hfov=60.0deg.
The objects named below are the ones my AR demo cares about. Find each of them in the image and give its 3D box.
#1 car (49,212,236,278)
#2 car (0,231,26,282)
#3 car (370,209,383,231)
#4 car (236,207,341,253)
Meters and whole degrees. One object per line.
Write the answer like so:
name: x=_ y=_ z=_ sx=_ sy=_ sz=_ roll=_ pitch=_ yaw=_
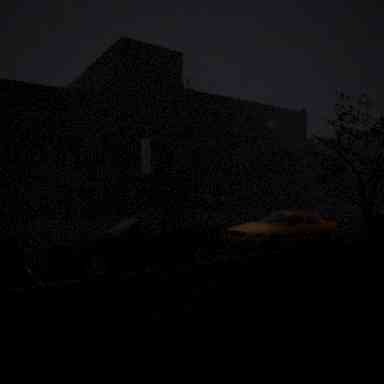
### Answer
car: x=-1.411 y=1.361 z=9.634 sx=5.008 sy=1.535 sz=2.097 roll=1 pitch=-1 yaw=-33
car: x=-5.926 y=1.303 z=6.396 sx=4.892 sy=1.521 sz=2.231 roll=0 pitch=0 yaw=-33
car: x=12.107 y=1.524 z=19.327 sx=5.008 sy=1.535 sz=2.097 roll=1 pitch=0 yaw=-33
car: x=3.771 y=1.412 z=13.359 sx=5.366 sy=1.575 sz=1.946 roll=1 pitch=0 yaw=-33
